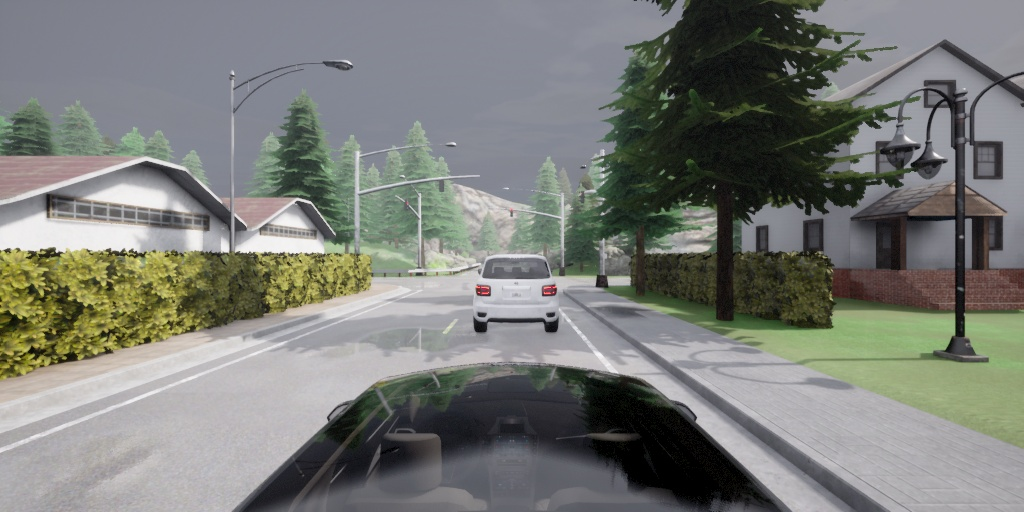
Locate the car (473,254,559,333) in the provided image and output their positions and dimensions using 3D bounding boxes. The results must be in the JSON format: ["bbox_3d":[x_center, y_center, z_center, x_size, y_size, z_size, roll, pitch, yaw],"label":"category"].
[{"bbox_3d":[0.105,0.971,10.923,2.150,2.045,5.566,0,0,0],"label":"car"}]
